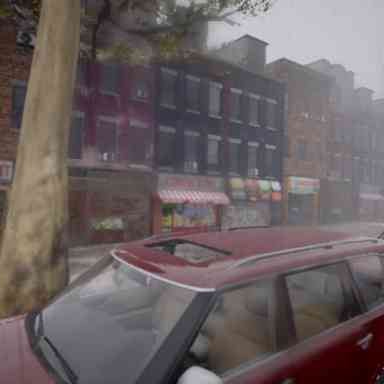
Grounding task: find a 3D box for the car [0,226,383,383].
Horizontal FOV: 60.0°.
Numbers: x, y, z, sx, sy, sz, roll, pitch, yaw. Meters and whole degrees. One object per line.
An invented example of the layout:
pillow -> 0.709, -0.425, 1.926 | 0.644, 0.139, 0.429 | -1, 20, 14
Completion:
car -> 0.075, 1.330, 2.831 | 5.009, 1.841, 2.192 | 1, 1, -35
